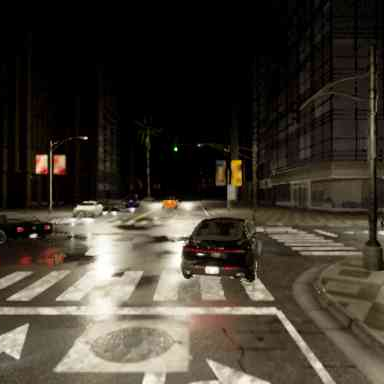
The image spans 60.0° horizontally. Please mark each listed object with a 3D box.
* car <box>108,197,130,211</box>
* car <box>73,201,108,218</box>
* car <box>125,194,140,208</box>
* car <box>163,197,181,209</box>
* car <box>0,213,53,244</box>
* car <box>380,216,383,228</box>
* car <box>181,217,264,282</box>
[{"bbox_3d":[-9.818,1.688,42.544,2.033,1.411,5.357,0,0,0],"label":"car"},{"bbox_3d":[-9.846,1.621,31.890,1.812,1.442,4.674,0,0,0],"label":"car"},{"bbox_3d":[-9.754,1.415,53.252,2.150,2.045,5.566,0,0,0],"label":"car"},{"bbox_3d":[-3.154,1.527,49.472,2.097,1.767,4.553,0,0,0],"label":"car"},{"bbox_3d":[-8.760,1.633,15.823,4.718,1.301,1.895,0,0,35],"label":"car"},{"bbox_3d":[13.127,1.490,18.528,4.892,1.490,1.837,0,-1,-1],"label":"car"},{"bbox_3d":[1.039,1.499,9.972,1.837,1.490,4.892,-1,1,14],"label":"car"}]
